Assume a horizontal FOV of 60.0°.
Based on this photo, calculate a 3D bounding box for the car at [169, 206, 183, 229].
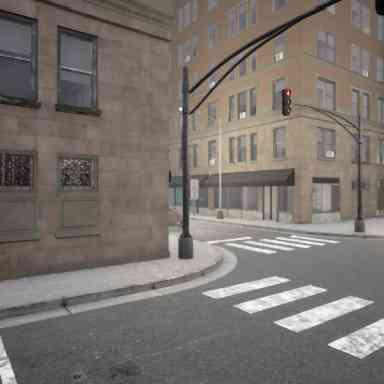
[{"bbox_3d":[-2.112,1.424,20.205,1.812,1.442,4.674,0,0,-36],"label":"car"}]
